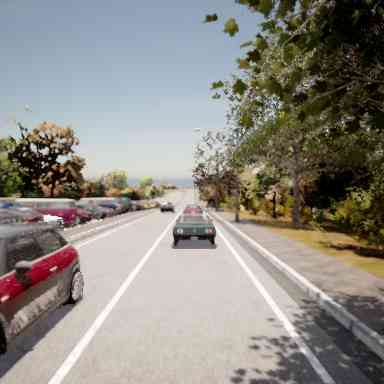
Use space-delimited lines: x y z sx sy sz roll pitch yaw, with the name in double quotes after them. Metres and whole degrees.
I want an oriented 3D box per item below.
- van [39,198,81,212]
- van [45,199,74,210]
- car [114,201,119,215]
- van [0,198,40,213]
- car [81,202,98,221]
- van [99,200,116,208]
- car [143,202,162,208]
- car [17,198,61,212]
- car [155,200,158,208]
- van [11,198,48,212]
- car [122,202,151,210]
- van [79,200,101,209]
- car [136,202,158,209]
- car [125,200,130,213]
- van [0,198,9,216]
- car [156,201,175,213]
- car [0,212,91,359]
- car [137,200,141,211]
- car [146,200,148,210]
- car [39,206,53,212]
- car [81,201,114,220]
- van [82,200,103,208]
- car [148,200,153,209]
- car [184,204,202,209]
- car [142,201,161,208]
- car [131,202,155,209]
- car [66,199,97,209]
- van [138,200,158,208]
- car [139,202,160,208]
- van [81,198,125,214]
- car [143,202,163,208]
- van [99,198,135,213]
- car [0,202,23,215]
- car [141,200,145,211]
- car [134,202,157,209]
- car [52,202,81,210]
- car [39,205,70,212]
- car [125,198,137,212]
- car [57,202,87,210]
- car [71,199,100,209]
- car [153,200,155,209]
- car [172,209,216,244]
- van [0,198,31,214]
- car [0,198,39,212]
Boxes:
-10.441 1.467 23.188 4.442 1.987 1.878 0 -1 0 "van"
-23.501 2.265 59.248 4.442 1.987 1.878 0 -2 0 "van"
-10.321 1.891 34.288 4.674 1.452 2.002 0 -1 0 "car"
-23.509 1.848 45.529 4.442 1.987 1.878 0 -2 0 "van"
-10.328 1.732 25.961 5.008 1.535 2.097 0 -1 0 "car"
-23.484 3.312 92.468 4.442 1.987 1.878 0 -2 0 "van"
-10.284 3.343 86.995 4.892 1.521 2.231 0 -2 0 "car"
-23.361 1.987 50.943 5.566 2.045 2.435 0 -2 0 "car"
-10.115 2.741 67.570 5.366 1.575 1.946 0 -2 0 "car"
-23.507 1.928 48.173 4.442 1.987 1.878 0 -2 0 "van"
-10.297 2.576 62.020 4.892 1.521 2.231 0 -2 0 "car"
-23.259 2.773 75.987 4.442 1.987 1.878 0 -2 0 "van"
-10.267 3.026 75.894 4.792 1.488 2.163 0 -2 0 "car"
-10.345 1.960 39.846 4.792 1.488 2.163 0 -1 0 "car"
-23.280 1.667 37.236 4.442 1.987 1.878 0 -1 0 "van"
-3.341 2.227 45.531 1.895 1.301 4.718 0 -1 0 "car"
-3.349 1.365 5.123 2.097 1.767 4.553 0 0 0 "car"
-10.314 2.194 48.144 4.674 1.452 2.002 0 -2 0 "car"
-10.275 2.281 56.474 4.553 1.767 2.185 0 -2 0 "car"
-10.357 1.643 17.633 4.792 1.488 2.163 0 -1 0 "car"
-10.290 1.841 31.511 4.792 1.488 2.163 0 -1 0 "car"
-23.491 2.857 78.756 4.442 1.987 1.878 0 -2 0 "van"
-10.119 2.488 59.245 5.366 1.575 1.946 0 -2 0 "car"
0.100 1.945 33.869 1.994 1.385 4.181 0 -1 0 "car"
-10.323 3.126 84.221 4.553 1.767 2.185 0 -2 0 "car"
-10.270 2.857 70.344 4.792 1.488 2.163 0 -2 0 "car"
-23.351 2.579 70.451 5.566 2.045 2.435 0 -2 0 "car"
-10.411 2.855 78.676 4.442 1.987 1.878 0 -2 0 "van"
-10.322 3.195 81.444 4.792 1.488 2.163 0 -2 0 "car"
-10.200 1.665 37.067 4.442 1.987 1.878 0 -1 0 "van"
-10.474 3.436 89.761 5.366 1.575 1.946 0 -2 0 "car"
-10.196 1.843 45.377 4.442 1.987 1.878 0 -2 0 "van"
-23.400 1.933 40.003 5.008 1.535 2.097 0 -1 0 "car"
-10.304 2.238 50.920 5.008 1.535 2.097 0 -2 0 "car"
-10.268 2.942 73.119 4.792 1.488 2.163 0 -2 0 "car"
-23.386 2.614 62.010 4.674 1.452 2.002 0 -2 0 "car"
-10.328 1.693 20.408 4.674 1.452 2.002 0 -1 0 "car"
-10.342 1.734 42.603 5.566 2.045 2.435 0 -2 0 "car"
-23.376 2.662 64.904 5.008 1.535 2.097 0 -2 0 "car"
-23.349 2.664 73.220 5.566 2.045 2.435 0 -2 0 "car"
-10.308 2.660 64.795 4.892 1.521 2.231 0 -2 0 "car"
0.100 1.713 16.326 1.895 1.301 4.718 0 -1 0 "car"
-23.277 1.760 42.627 4.442 1.987 1.878 0 -1 0 "van"
-10.300 1.322 14.860 5.566 2.045 2.435 0 -1 0 "car"
